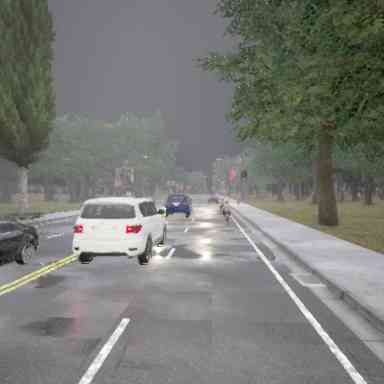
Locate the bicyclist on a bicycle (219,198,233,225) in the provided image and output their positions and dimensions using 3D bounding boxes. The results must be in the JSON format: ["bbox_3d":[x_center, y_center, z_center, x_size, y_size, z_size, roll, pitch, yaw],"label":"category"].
[{"bbox_3d":[2.433,1.422,23.055,0.866,1.612,1.509,0,0,3],"label":"bicyclist on a bicycle"}]

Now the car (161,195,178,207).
[{"bbox_3d":[-3.400,1.321,51.015,2.097,1.767,4.553,0,0,4],"label":"car"}]

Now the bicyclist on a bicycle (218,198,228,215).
[{"bbox_3d":[3.000,1.417,32.463,0.866,1.612,1.509,0,0,3],"label":"bicyclist on a bicycle"}]

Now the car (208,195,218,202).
[{"bbox_3d":[4.602,1.486,74.092,2.128,1.511,4.902,0,0,3],"label":"car"}]

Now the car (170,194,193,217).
[{"bbox_3d":[-1.167,1.202,30.845,2.150,2.045,5.566,0,0,3],"label":"car"}]

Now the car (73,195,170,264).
[{"bbox_3d":[-2.308,1.213,11.965,2.150,2.045,5.566,0,0,3],"label":"car"}]

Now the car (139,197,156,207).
[{"bbox_3d":[-6.693,1.494,50.419,1.812,1.442,4.674,0,0,4],"label":"car"}]

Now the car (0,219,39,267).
[{"bbox_3d":[-5.957,1.485,8.778,2.128,1.511,4.902,0,0,3],"label":"car"}]

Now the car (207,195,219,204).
[{"bbox_3d":[3.971,1.468,61.973,1.837,1.490,4.892,0,0,3],"label":"car"}]
